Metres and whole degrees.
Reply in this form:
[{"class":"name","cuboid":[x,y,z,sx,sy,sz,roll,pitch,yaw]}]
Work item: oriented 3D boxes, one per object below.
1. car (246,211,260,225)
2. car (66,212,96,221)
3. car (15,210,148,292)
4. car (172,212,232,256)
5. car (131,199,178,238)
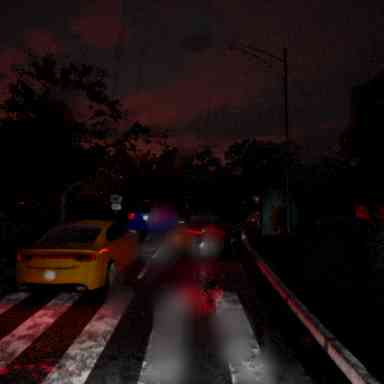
[{"class":"car","cuboid":[7.257,2.815,36.089,1.882,1.535,5.008,-1,-4,23]},{"class":"car","cuboid":[-19.491,4.243,58.785,4.902,1.511,2.128,1,-4,-16]},{"class":"car","cuboid":[-2.654,1.472,8.929,1.882,1.535,5.008,0,0,2]},{"class":"car","cuboid":[0.505,1.542,13.087,1.837,1.490,4.892,0,-1,3]},{"class":"car","cuboid":[-2.110,1.464,18.947,2.150,2.045,5.566,0,-2,3]}]
